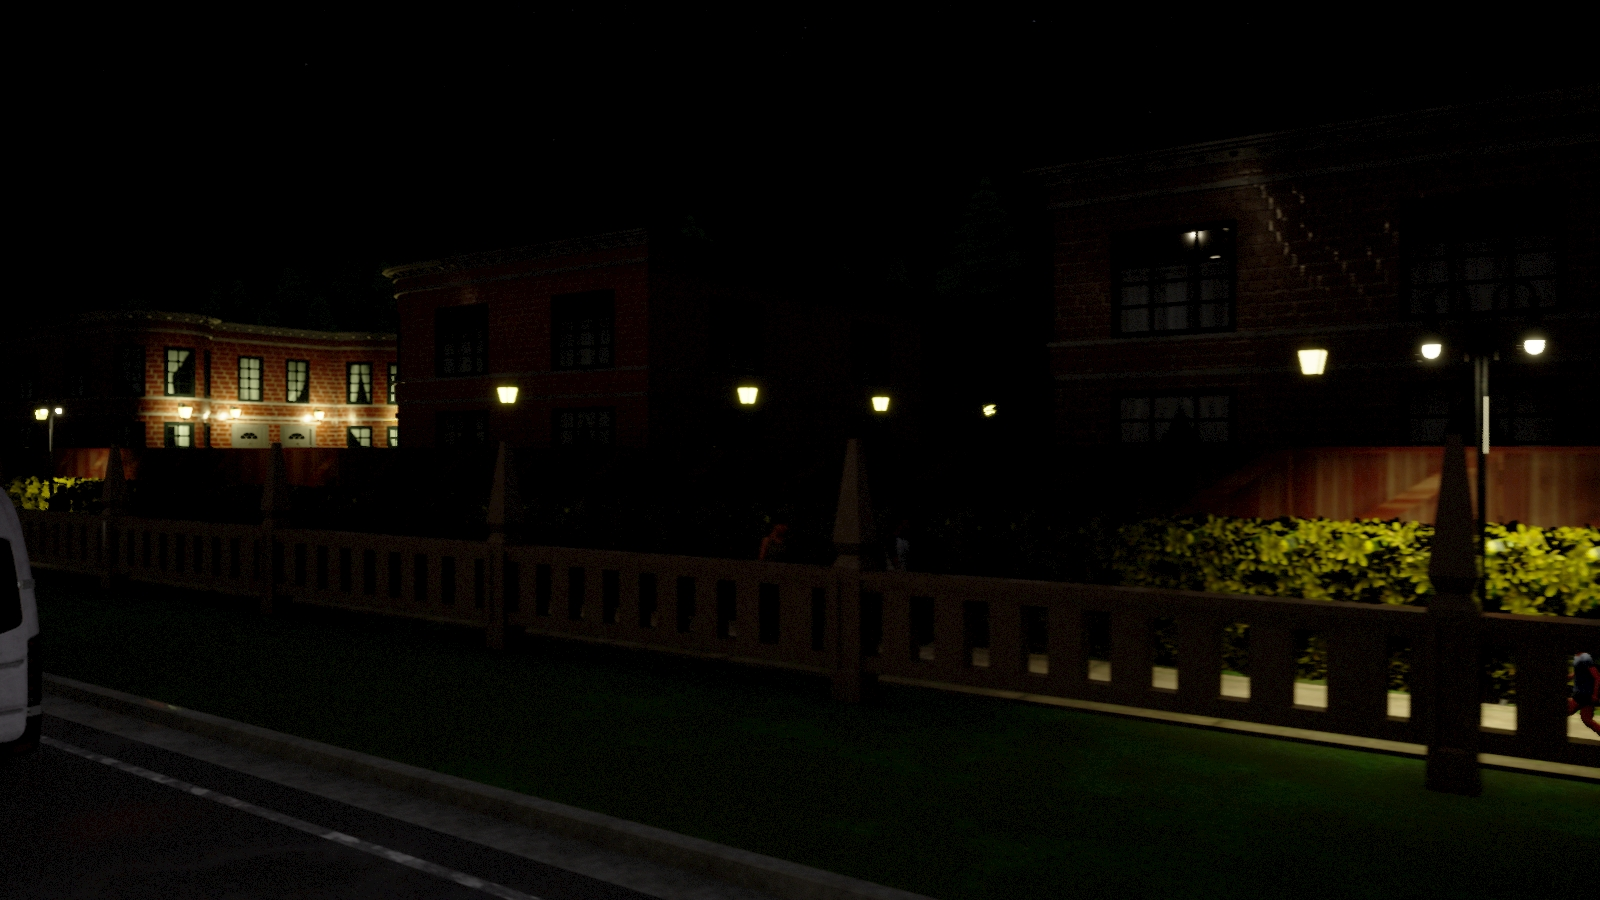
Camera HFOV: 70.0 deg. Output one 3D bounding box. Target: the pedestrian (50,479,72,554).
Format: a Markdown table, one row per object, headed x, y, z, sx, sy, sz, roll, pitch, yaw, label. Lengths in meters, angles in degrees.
| x | y | z | sx | sy | sz | roll | pitch | yaw | label |
| --- | --- | --- | --- | --- | --- | --- | --- | --- | --- |
| -18.858 | 1.688 | 29.156 | 0.375 | 1.860 | 0.375 | 0 | 0 | 35 | pedestrian |

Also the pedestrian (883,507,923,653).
| x | y | z | sx | sy | sz | roll | pitch | yaw | label |
| --- | --- | --- | --- | --- | --- | --- | --- | --- | --- |
| 1.357 | 1.694 | 15.046 | 0.375 | 1.860 | 0.375 | 0 | 0 | 39 | pedestrian |

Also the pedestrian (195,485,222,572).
| x | y | z | sx | sy | sz | roll | pitch | yaw | label |
| --- | --- | --- | --- | --- | --- | --- | --- | --- | --- |
| -12.865 | 1.689 | 24.847 | 0.375 | 1.860 | 0.375 | 0 | 0 | 35 | pedestrian |

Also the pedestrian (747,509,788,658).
| x | y | z | sx | sy | sz | roll | pitch | yaw | label |
| --- | --- | --- | --- | --- | --- | --- | --- | --- | --- |
| -0.416 | 1.694 | 14.646 | 0.375 | 1.860 | 0.375 | 0 | 0 | 34 | pedestrian |

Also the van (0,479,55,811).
| x | y | z | sx | sy | sz | roll | pitch | yaw | label |
| --- | --- | --- | --- | --- | --- | --- | --- | --- | --- |
| -8.988 | 1.530 | 10.075 | 5.915 | 2.561 | 1.988 | 0 | 0 | 35 | van |
